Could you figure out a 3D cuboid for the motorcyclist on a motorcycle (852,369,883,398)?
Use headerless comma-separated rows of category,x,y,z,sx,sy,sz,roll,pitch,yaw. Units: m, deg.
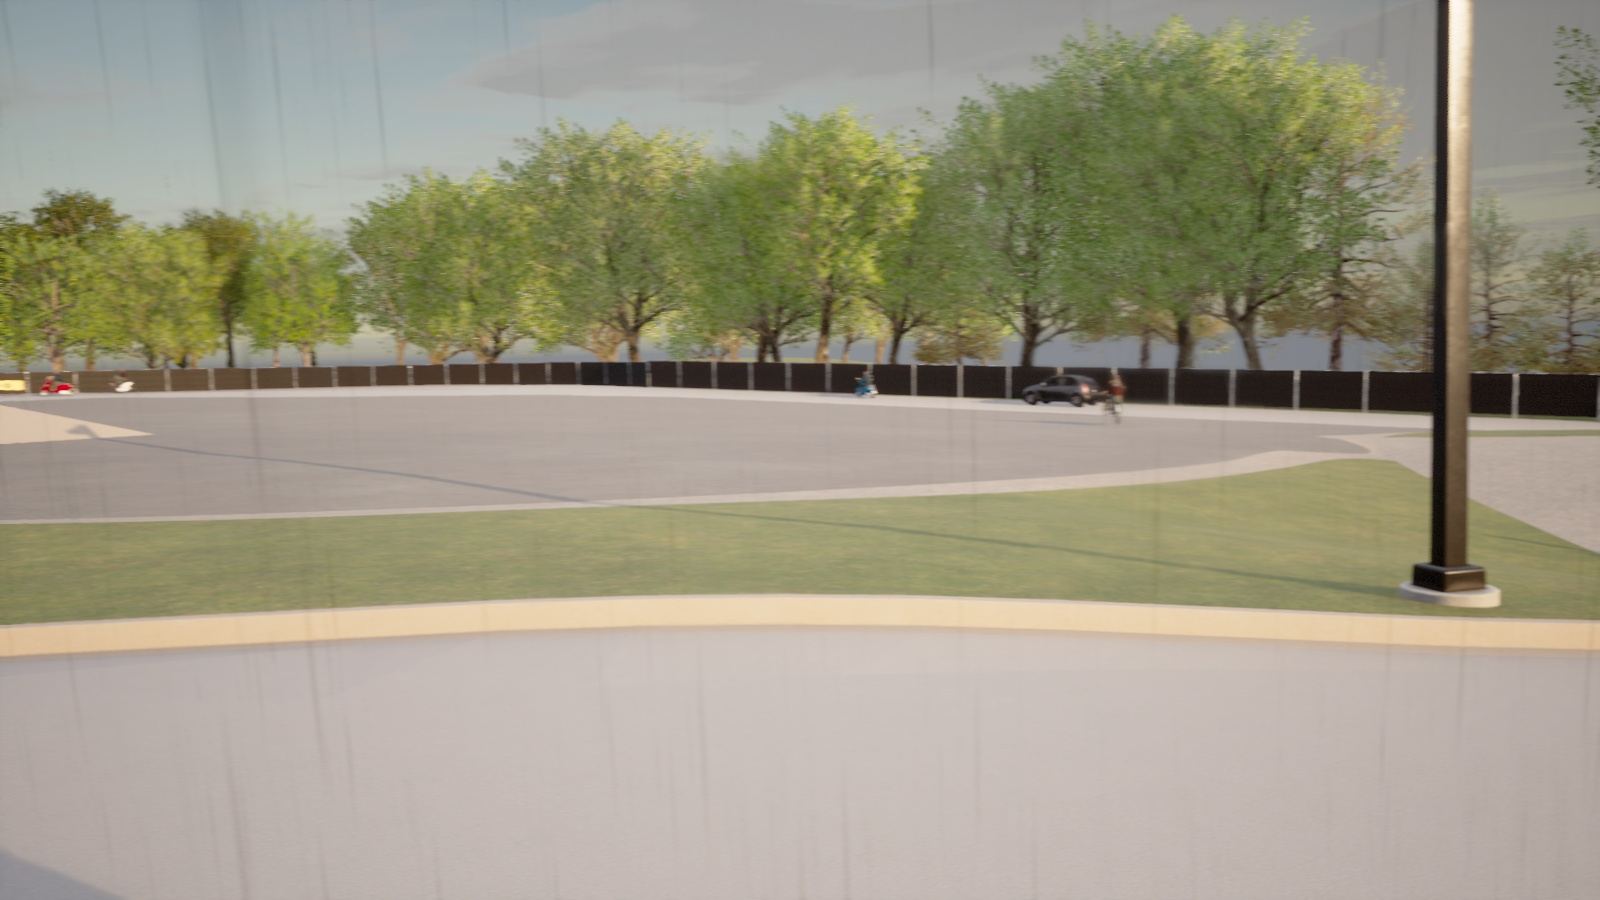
motorcyclist on a motorcycle,3.921,-3.867,73.161,0.866,1.590,1.817,-6,7,-32

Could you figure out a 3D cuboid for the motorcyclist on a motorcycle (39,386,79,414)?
motorcyclist on a motorcycle,-44.189,-3.010,74.895,1.817,1.590,0.866,-5,5,-40

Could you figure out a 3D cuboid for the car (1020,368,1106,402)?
car,13.717,-3.436,65.611,3.988,1.617,1.851,3,8,41
